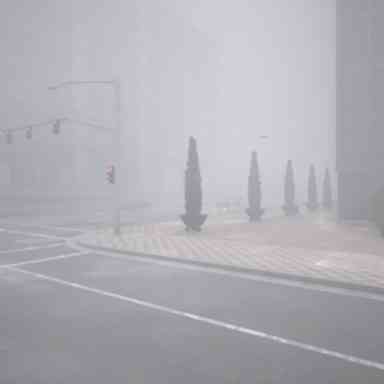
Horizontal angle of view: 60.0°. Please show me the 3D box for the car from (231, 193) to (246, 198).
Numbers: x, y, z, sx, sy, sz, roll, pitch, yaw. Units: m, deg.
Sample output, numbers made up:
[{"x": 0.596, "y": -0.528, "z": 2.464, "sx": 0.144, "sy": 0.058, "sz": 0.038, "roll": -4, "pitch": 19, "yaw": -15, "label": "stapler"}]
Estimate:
[{"x": 7.018, "y": 1.348, "z": 58.013, "sx": 2.097, "sy": 1.767, "sz": 4.553, "roll": 0, "pitch": 0, "yaw": 36, "label": "car"}]

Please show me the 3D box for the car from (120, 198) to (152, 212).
[{"x": -6.836, "y": 1.473, "z": 38.980, "sx": 1.882, "sy": 1.535, "sz": 5.008, "roll": 0, "pitch": 0, "yaw": 36, "label": "car"}]

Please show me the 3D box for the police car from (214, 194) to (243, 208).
[{"x": 5.123, "y": 1.501, "z": 49.383, "sx": 2.038, "sy": 1.542, "sz": 4.974, "roll": 0, "pitch": 0, "yaw": 36, "label": "police car"}]
